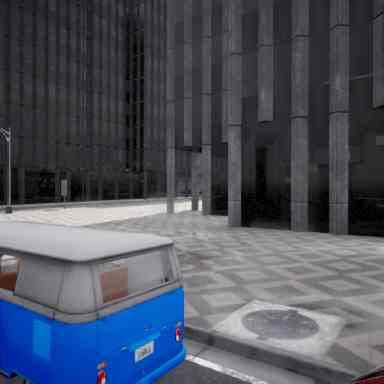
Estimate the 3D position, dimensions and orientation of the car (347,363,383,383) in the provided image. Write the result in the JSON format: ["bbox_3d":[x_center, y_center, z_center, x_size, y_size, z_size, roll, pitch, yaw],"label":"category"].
[{"bbox_3d":[2.523,1.440,1.167,4.097,1.590,1.967,0,0,35],"label":"car"}]

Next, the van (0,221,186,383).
[{"bbox_3d":[-1.977,1.341,4.371,3.998,1.788,1.690,0,0,35],"label":"van"}]
